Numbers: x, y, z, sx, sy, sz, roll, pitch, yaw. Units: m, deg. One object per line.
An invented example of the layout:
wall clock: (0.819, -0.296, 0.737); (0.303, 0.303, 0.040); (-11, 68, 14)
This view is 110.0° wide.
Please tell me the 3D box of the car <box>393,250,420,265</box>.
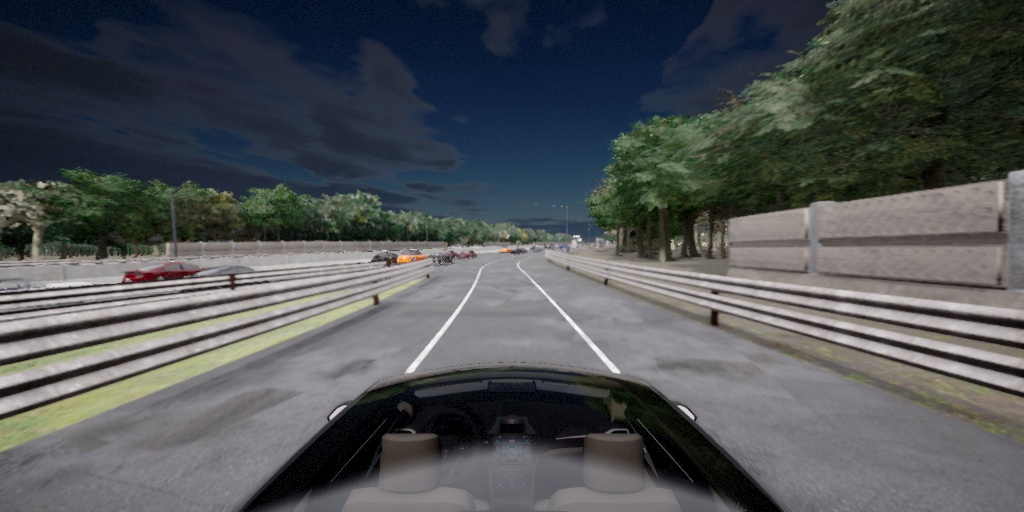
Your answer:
car: (-11.560, 0.160, 42.459); (2.097, 1.767, 4.553); (0, 2, 17)

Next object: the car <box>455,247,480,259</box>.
car: (-7.030, -0.266, 57.689); (1.812, 1.442, 4.674); (0, 2, 17)

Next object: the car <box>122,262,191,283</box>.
car: (-21.090, 1.121, 22.689); (1.882, 1.535, 5.008); (0, 2, 17)

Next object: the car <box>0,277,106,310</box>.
car: (-19.862, 1.530, 14.537); (1.895, 1.301, 4.718); (0, 2, 17)

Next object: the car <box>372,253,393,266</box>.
car: (-14.901, 0.309, 43.502); (1.837, 1.490, 4.892); (0, 2, 17)

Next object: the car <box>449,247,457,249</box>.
car: (-10.386, -0.266, 58.687); (1.812, 1.442, 4.674); (0, 2, 17)

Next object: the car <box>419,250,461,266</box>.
car: (-8.190, 0.298, 41.509); (2.128, 1.511, 4.902); (0, 2, 17)

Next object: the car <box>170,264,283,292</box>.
car: (-14.809, 1.226, 19.253); (1.812, 1.442, 4.674); (0, 2, 17)
